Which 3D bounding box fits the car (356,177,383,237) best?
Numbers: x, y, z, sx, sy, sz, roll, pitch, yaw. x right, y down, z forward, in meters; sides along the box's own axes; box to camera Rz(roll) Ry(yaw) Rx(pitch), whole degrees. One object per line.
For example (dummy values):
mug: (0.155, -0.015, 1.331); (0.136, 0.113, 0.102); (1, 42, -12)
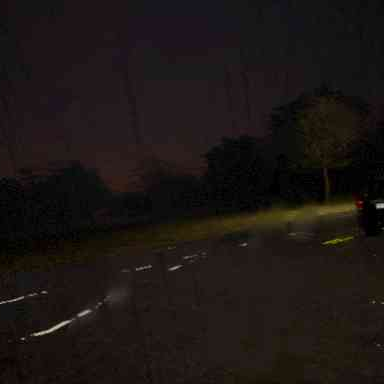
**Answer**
car: (8.237, 0.371, 12.277); (5.566, 2.045, 2.150); (-5, -4, -36)
